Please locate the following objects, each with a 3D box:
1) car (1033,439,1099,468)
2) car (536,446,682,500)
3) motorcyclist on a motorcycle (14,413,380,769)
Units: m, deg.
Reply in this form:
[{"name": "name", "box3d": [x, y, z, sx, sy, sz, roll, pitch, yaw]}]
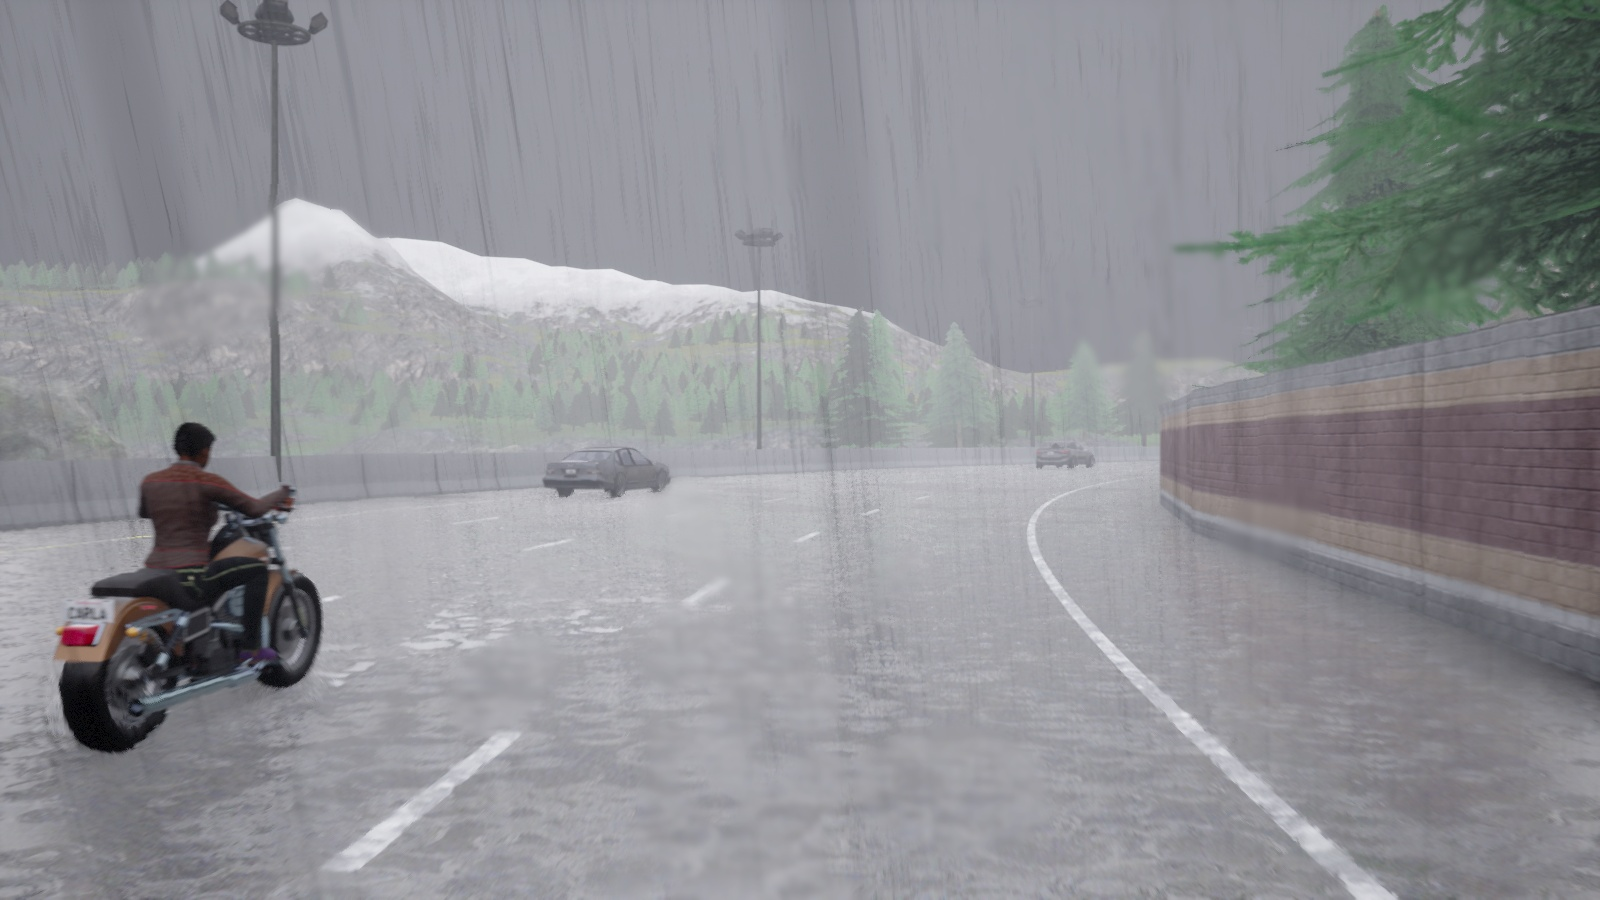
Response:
[{"name": "car", "box3d": [15.542, 0.193, 73.272, 2.242, 1.667, 4.611, 0, 0, 33]}, {"name": "car", "box3d": [-5.310, 0.587, 35.757, 2.033, 1.411, 5.357, 0, 0, 16]}, {"name": "motorcyclist on a motorcycle", "box3d": [-3.216, 0.654, 7.046, 0.766, 1.649, 2.350, 1, 0, 4]}]
